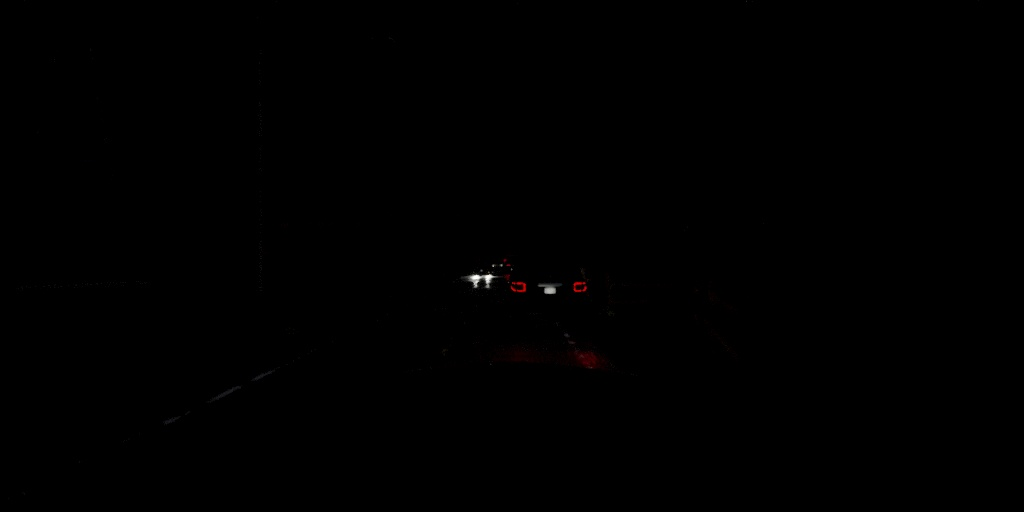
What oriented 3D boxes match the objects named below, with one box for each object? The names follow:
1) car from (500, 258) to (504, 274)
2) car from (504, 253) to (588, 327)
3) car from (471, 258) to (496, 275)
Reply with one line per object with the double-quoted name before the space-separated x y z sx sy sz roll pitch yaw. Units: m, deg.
"car" -0.032 1.143 39.719 1.837 1.490 4.892 0 0 0
"car" 0.935 0.941 11.567 2.150 2.045 5.566 0 0 0
"car" -2.940 1.212 36.218 1.994 1.385 4.181 0 0 0
